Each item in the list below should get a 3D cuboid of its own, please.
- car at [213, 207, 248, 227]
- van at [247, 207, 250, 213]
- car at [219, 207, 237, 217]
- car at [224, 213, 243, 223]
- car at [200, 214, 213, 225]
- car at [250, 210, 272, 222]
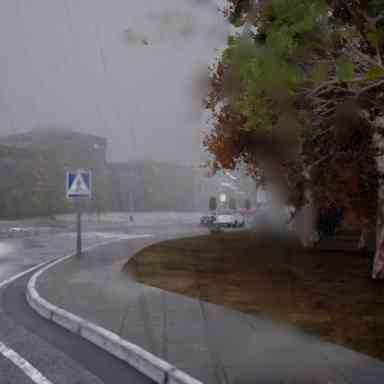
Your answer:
[{"bbox_3d":[4.939,3.293,41.570,2.150,2.045,5.566,0,-4,24],"label":"car"},{"bbox_3d":[13.020,5.064,87.634,1.878,1.987,4.442,0,-2,24],"label":"van"},{"bbox_3d":[8.495,4.642,77.611,2.435,2.045,5.566,0,-2,24],"label":"car"},{"bbox_3d":[6.744,4.153,53.630,1.994,1.385,4.181,0,-2,24],"label":"car"},{"bbox_3d":[2.694,3.666,44.409,1.837,1.490,4.892,0,-3,25],"label":"car"},{"bbox_3d":[11.950,4.330,57.350,1.812,1.442,4.674,0,-2,23],"label":"car"}]
